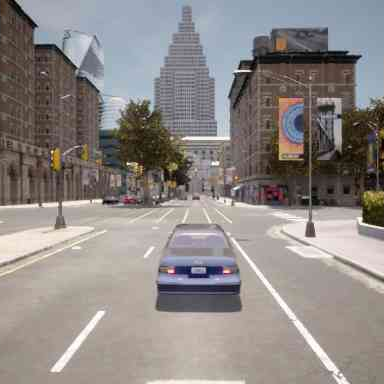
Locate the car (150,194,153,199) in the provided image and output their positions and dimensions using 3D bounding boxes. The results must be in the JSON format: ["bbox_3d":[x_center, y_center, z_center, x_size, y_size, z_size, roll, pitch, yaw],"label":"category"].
[{"bbox_3d":[-10.514,1.355,79.588,2.097,1.767,4.553,0,0,1],"label":"car"}]

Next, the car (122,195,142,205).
[{"bbox_3d":[-10.832,1.478,59.804,1.882,1.535,5.008,0,0,1],"label":"car"}]

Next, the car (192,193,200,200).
[{"bbox_3d":[1.118,1.350,89.961,2.097,1.767,4.553,0,0,1],"label":"car"}]

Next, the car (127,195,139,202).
[{"bbox_3d":[-14.023,1.478,78.828,1.882,1.535,5.008,0,0,1],"label":"car"}]

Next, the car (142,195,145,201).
[{"bbox_3d":[-10.640,1.500,69.600,1.837,1.490,4.892,0,0,1],"label":"car"}]

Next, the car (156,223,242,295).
[{"bbox_3d":[0.171,1.547,8.882,2.033,1.411,5.357,0,0,1],"label":"car"}]

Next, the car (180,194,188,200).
[{"bbox_3d":[-2.386,1.540,89.603,2.033,1.411,5.357,0,0,1],"label":"car"}]

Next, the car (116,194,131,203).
[{"bbox_3d":[-14.151,1.355,68.729,2.097,1.767,4.553,0,0,1],"label":"car"}]

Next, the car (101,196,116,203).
[{"bbox_3d":[-17.387,1.595,69.776,1.895,1.301,4.718,0,0,1],"label":"car"}]

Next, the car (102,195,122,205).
[{"bbox_3d":[-14.351,1.601,58.622,1.895,1.301,4.718,0,0,1],"label":"car"}]
